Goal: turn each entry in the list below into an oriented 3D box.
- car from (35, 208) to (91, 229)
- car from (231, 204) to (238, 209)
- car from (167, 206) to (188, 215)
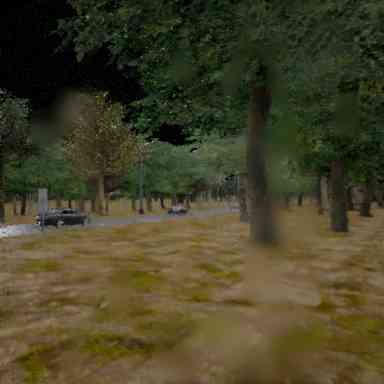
[{"bbox_3d":[-10.366,2.112,27.183,1.837,1.490,4.892,0,-1,24],"label":"car"},{"bbox_3d":[12.257,4.074,93.911,1.994,1.385,4.181,0,-2,13],"label":"car"},{"bbox_3d":[-2.321,3.020,55.122,2.033,1.411,5.357,0,-2,20],"label":"car"}]
